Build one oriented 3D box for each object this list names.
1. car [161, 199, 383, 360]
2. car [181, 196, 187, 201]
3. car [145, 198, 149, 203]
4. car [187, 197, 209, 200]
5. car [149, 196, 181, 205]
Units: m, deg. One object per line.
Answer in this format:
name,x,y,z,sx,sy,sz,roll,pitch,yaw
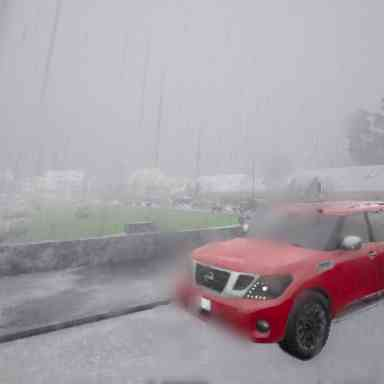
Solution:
car,2.414,1.221,6.325,5.566,2.045,2.150,0,0,-35
car,-1.653,1.478,57.635,1.882,1.535,5.008,0,0,-35
car,-7.579,1.478,65.868,1.882,1.535,5.008,0,0,-35
car,1.619,1.564,45.913,1.994,1.385,4.181,0,0,-36
car,-4.456,1.547,54.502,2.033,1.411,5.357,0,0,-35
